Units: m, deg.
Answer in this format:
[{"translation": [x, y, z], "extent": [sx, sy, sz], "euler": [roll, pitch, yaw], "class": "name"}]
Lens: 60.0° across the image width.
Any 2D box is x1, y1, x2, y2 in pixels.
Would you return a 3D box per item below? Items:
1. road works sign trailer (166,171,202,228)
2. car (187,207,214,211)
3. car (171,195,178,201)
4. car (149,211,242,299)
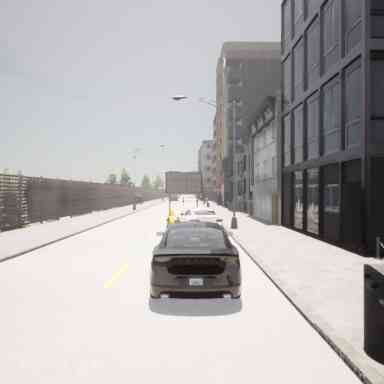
[{"translation": [-0.572, 0.466, 21.340], "extent": [2.380, 3.560, 2.880], "euler": [0, 0, -17], "class": "road works sign trailer"}, {"translation": [0.414, 1.540, 17.859], "extent": [1.812, 1.442, 4.674], "euler": [0, -1, -9], "class": "car"}, {"translation": [-4.268, 1.509, 78.997], "extent": [1.837, 1.490, 4.892], "euler": [0, 0, 0], "class": "car"}, {"translation": [0.070, 1.478, 8.508], "extent": [1.882, 1.535, 5.008], "euler": [0, 0, 0], "class": "car"}]
